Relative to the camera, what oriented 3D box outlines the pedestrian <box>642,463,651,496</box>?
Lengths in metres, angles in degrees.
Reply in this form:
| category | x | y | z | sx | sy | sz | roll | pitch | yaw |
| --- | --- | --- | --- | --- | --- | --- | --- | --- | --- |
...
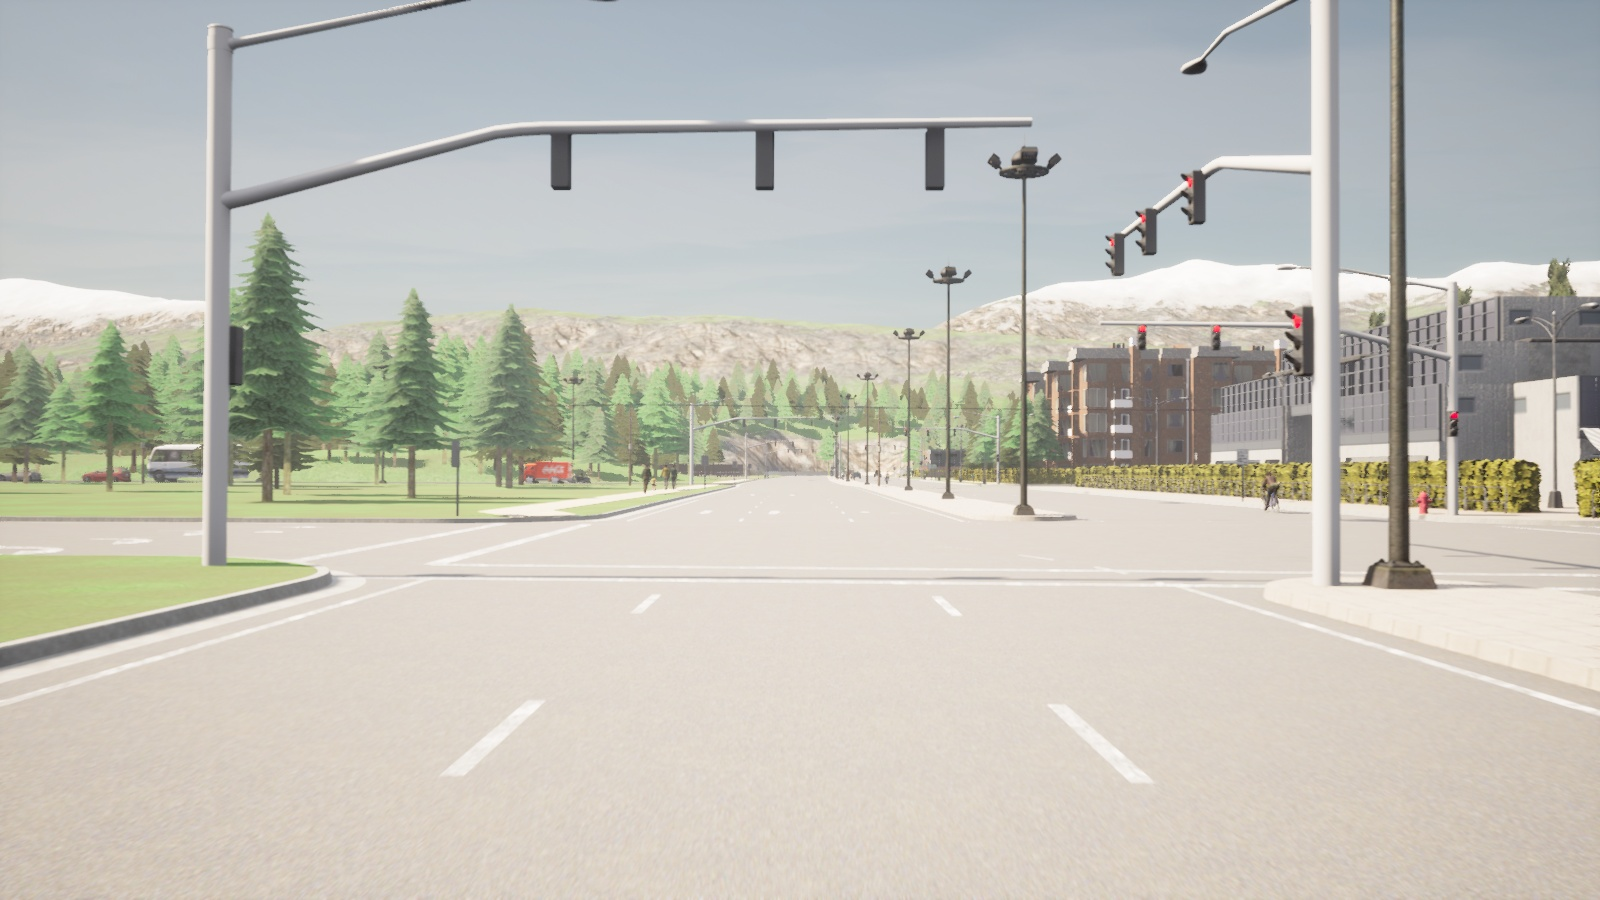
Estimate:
| category | x | y | z | sx | sy | sz | roll | pitch | yaw |
| --- | --- | --- | --- | --- | --- | --- | --- | --- | --- |
| pedestrian | -9.094 | 1.731 | 74.327 | 0.395 | 1.930 | 0.692 | 0 | -1 | 2 |
